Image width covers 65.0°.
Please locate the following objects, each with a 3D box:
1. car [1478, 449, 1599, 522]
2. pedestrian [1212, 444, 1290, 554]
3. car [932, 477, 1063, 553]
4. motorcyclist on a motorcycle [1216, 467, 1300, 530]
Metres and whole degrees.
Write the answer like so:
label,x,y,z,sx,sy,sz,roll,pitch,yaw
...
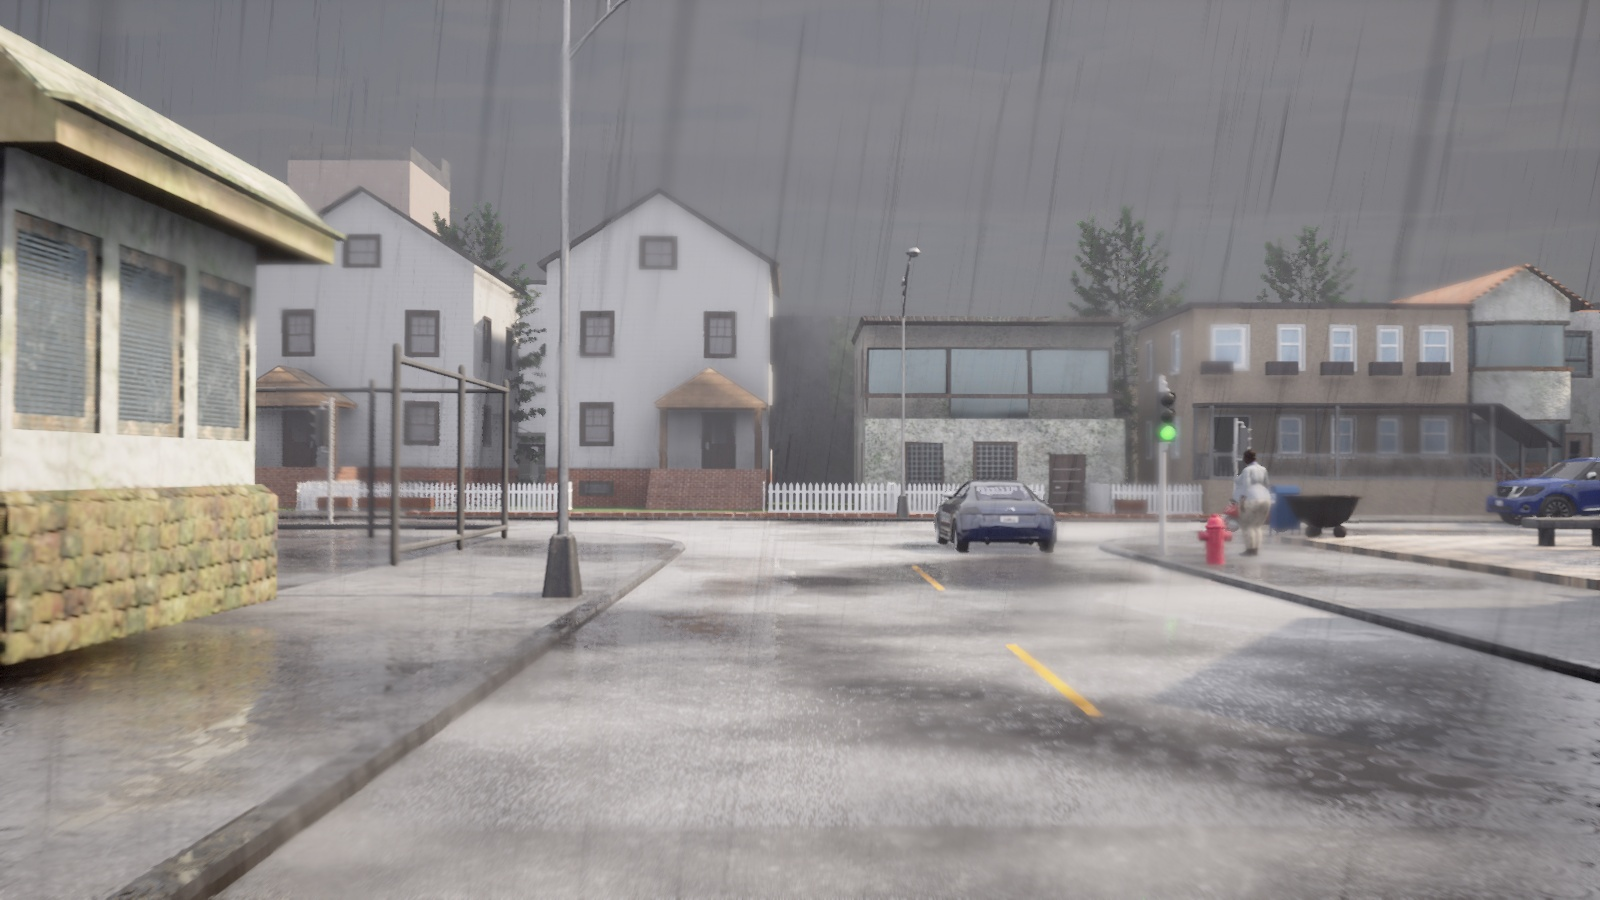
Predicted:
label,x,y,z,sx,sy,sz,roll,pitch,yaw
car,23.005,1.014,36.349,5.566,2.045,2.150,0,-1,-1
pedestrian,7.795,0.831,21.741,0.874,1.855,0.900,0,-1,-22
car,3.935,1.267,25.733,1.994,1.385,4.181,0,-1,0
motorcyclist on a motorcycle,11.732,1.227,32.172,1.817,1.590,0.866,0,0,-4
